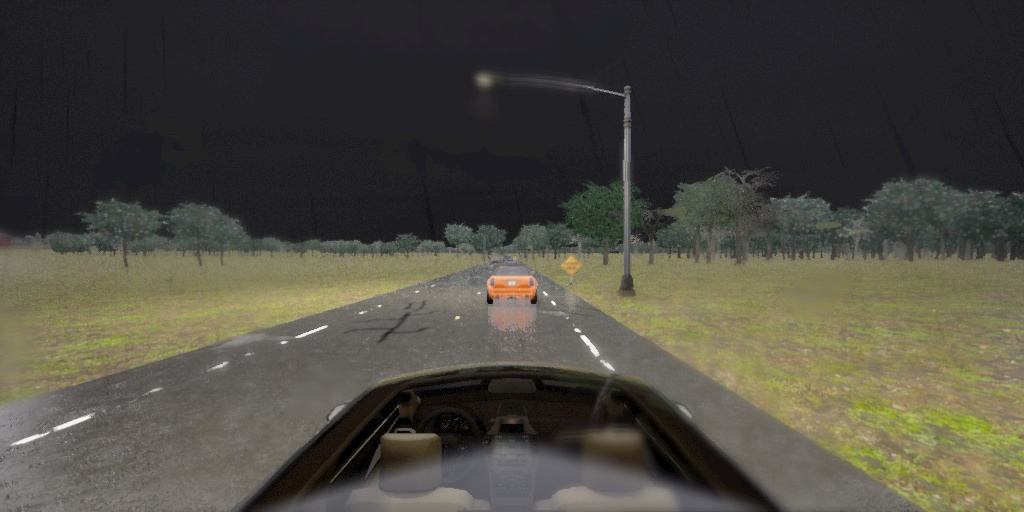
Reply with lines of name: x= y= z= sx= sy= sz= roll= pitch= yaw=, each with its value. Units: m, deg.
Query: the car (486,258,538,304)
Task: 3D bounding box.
car: x=0.000 y=1.105 z=16.466 sx=2.097 sy=1.767 sz=4.553 roll=0 pitch=0 yaw=0

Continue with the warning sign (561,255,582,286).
warning sign: x=3.550 y=0.847 z=21.578 sx=1.300 sy=1.860 sz=1.060 roll=0 pitch=0 yaw=0
